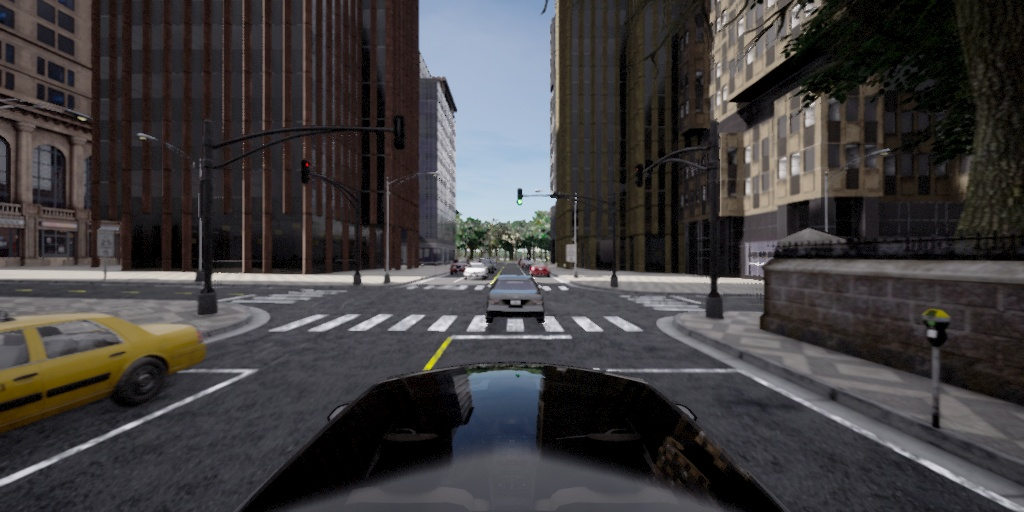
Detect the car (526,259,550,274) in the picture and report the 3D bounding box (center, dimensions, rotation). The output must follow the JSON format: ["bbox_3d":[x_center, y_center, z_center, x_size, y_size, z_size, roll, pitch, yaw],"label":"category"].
[{"bbox_3d":[2.694,1.267,35.825,1.967,1.591,4.097,0,0,0],"label":"car"}]

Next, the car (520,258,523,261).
[{"bbox_3d":[2.650,1.426,57.576,1.888,1.381,4.507,0,0,0],"label":"car"}]

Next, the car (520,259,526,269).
[{"bbox_3d":[2.661,1.418,52.138,2.007,1.370,4.403,0,0,0],"label":"car"}]

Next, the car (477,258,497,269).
[{"bbox_3d":[-3.169,1.195,42.288,2.097,1.767,4.553,0,0,0],"label":"car"}]

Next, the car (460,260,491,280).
[{"bbox_3d":[-3.155,1.344,32.075,1.812,1.442,4.674,0,0,0],"label":"car"}]

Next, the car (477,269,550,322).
[{"bbox_3d":[0.096,1.348,12.463,2.033,1.411,5.357,1,0,0],"label":"car"}]

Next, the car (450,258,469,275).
[{"bbox_3d":[-5.842,1.156,41.246,2.192,1.841,5.009,0,0,0],"label":"car"}]

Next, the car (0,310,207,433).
[{"bbox_3d":[-5.766,1.281,3.668,1.751,1.417,4.829,0,0,0],"label":"car"}]
